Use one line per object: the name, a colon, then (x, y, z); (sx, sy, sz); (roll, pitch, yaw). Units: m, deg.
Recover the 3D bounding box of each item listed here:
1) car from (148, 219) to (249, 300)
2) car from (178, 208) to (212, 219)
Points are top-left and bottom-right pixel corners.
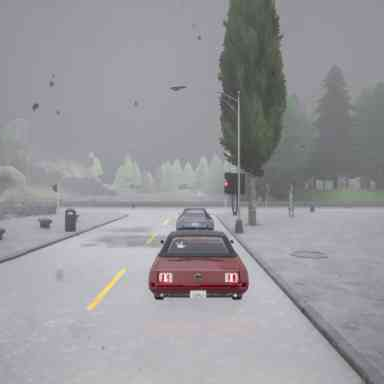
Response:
car: (0.127, 1.601, 8.351); (1.895, 1.301, 4.718); (0, 0, 0)
car: (0.162, 1.564, 18.390); (1.994, 1.385, 4.181); (0, 0, 0)
